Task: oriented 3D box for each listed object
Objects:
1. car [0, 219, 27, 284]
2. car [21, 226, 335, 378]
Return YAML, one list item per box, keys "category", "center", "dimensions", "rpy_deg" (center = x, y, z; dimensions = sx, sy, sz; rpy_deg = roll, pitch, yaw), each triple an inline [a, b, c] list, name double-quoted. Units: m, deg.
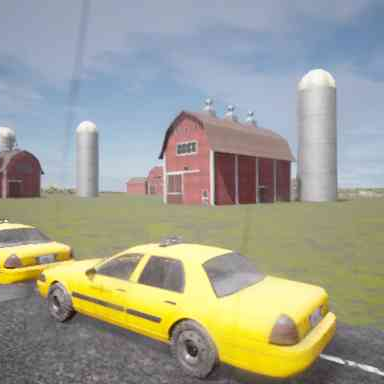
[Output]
- category: "car"
  center: [-5.391, 1.512, 9.152]
  dimensions: [5.366, 1.575, 1.801]
  rpy_deg: [0, -1, 36]
- category: "car"
  center: [-0.563, 1.507, 5.588]
  dimensions: [5.366, 1.575, 1.801]
  rpy_deg: [0, -1, 36]
